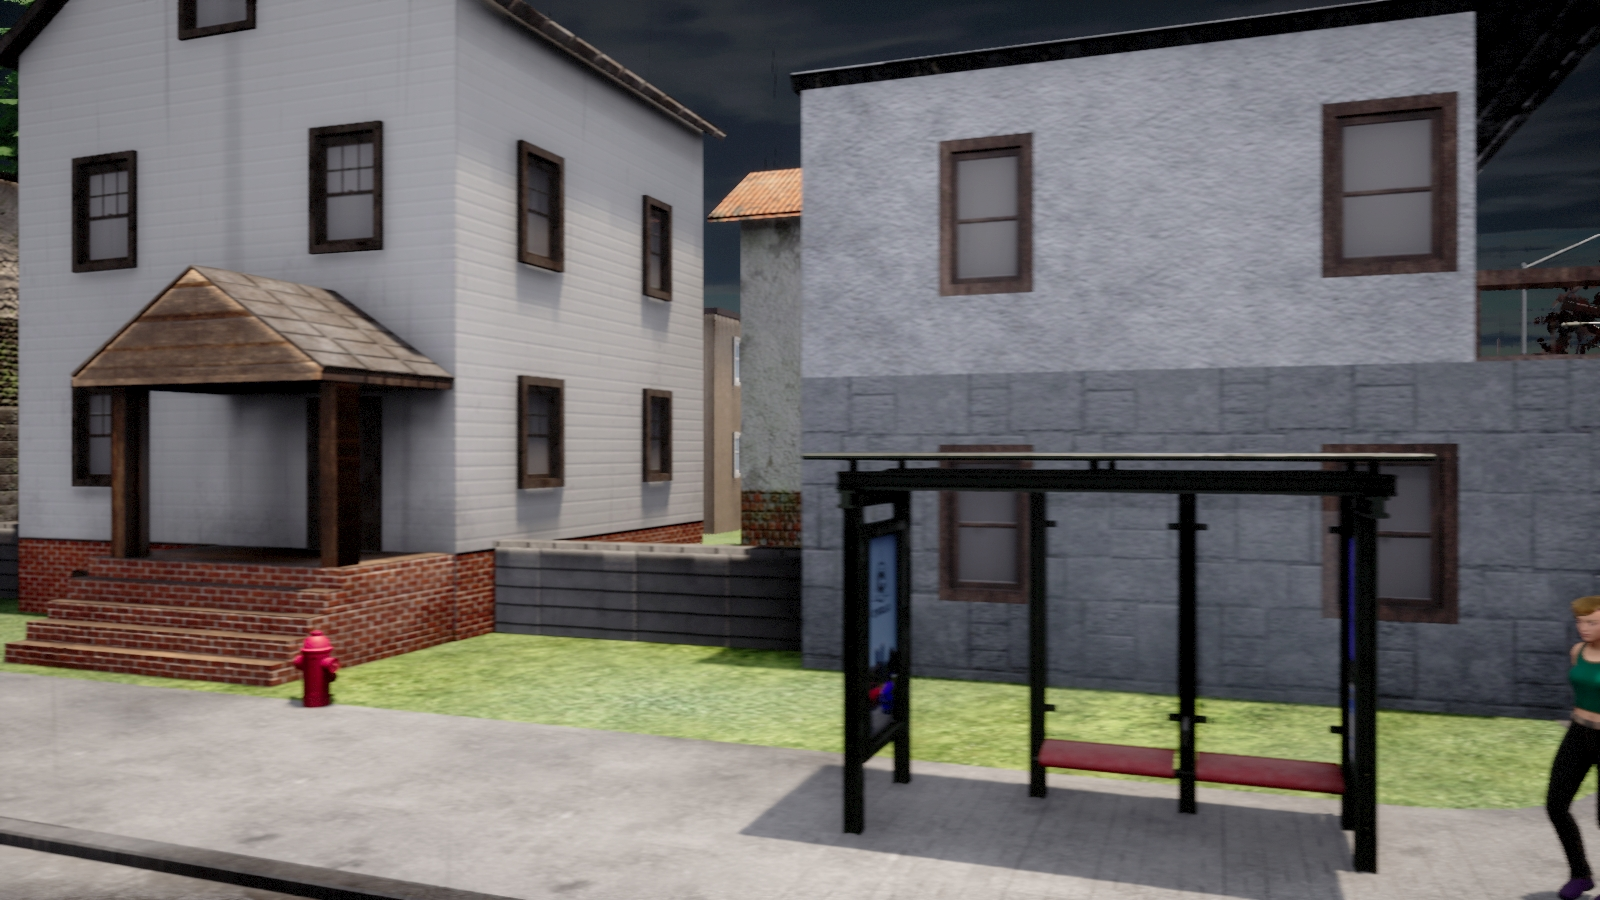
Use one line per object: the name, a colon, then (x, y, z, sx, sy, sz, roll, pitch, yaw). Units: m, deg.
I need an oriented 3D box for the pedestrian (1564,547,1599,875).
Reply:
pedestrian: (4.774, 1.516, 6.663, 0.375, 1.860, 0.375, 0, 0, -18)

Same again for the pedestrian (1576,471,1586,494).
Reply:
pedestrian: (43.159, 1.798, 63.131, 0.375, 1.300, 0.375, 0, 0, 20)
